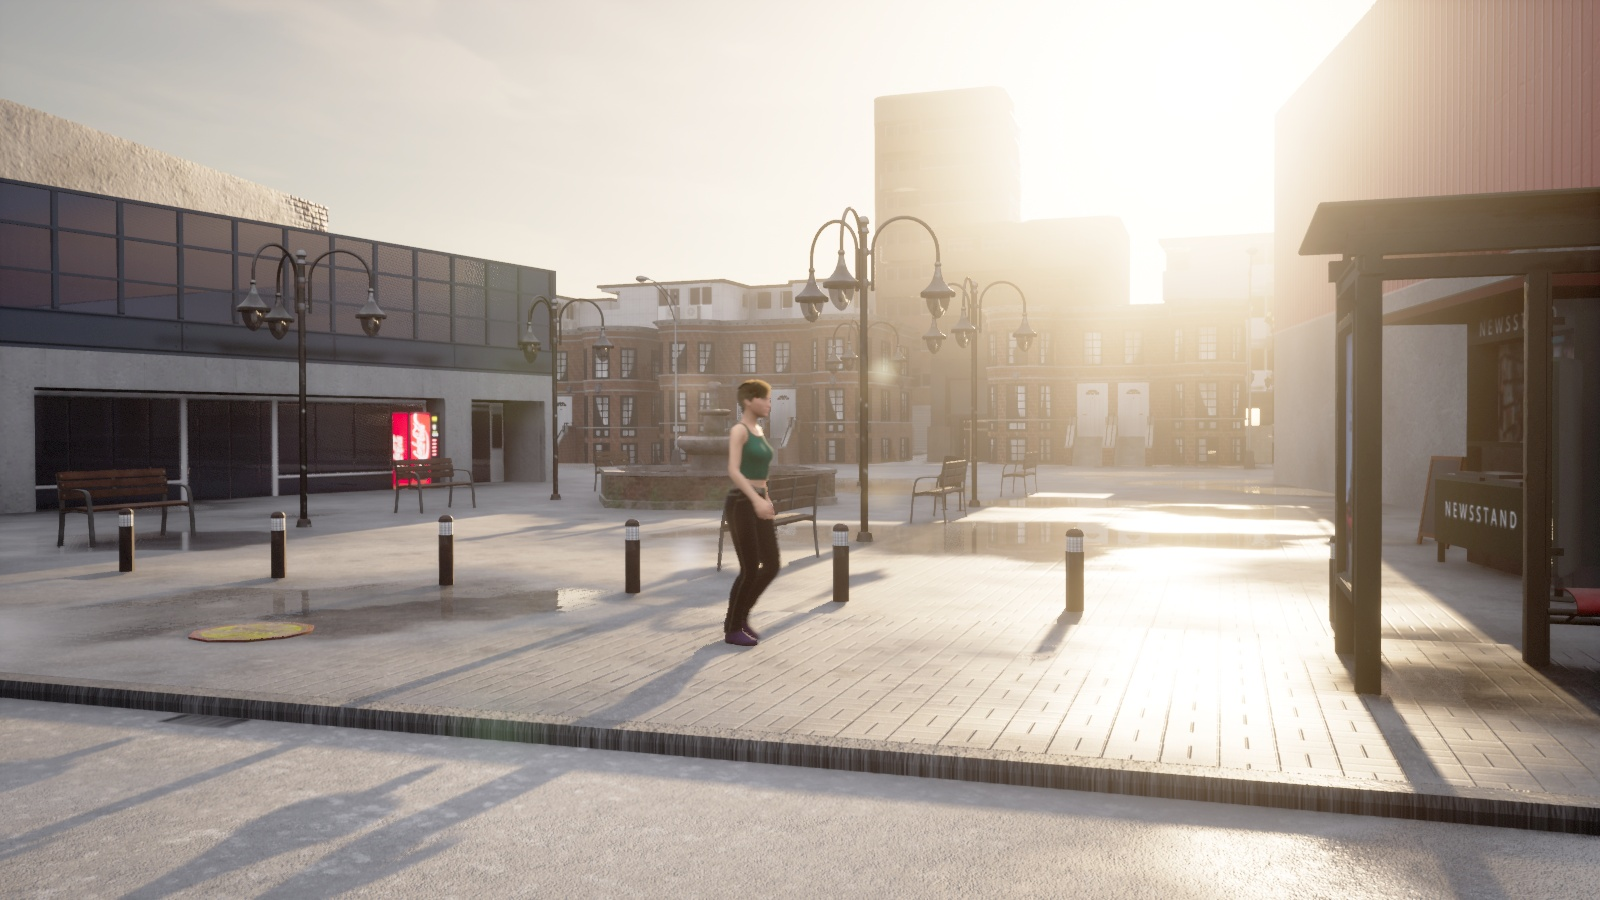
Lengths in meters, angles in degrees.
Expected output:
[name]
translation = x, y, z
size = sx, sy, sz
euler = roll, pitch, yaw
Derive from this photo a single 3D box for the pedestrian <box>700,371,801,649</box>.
[pedestrian]
translation = -0.336, 0.395, 8.573
size = 0.594, 1.836, 0.345
euler = 1, 1, 26
